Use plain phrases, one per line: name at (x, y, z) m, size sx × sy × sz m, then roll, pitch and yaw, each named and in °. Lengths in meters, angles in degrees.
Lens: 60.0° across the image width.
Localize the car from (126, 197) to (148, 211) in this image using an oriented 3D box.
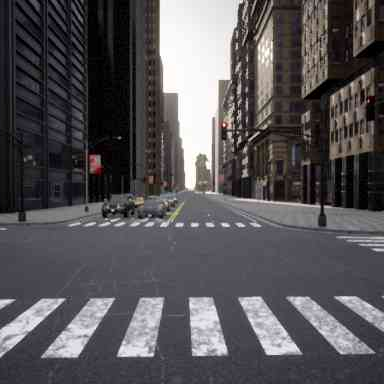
car at (-6.664, 1.426, 40.663) m, size 1.882 × 1.535 × 5.008 m, roll 0°, pitch 0°, yaw 0°

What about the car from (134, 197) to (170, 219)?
car at (-3.399, 1.322, 29.054) m, size 2.097 × 1.767 × 4.553 m, roll 0°, pitch 0°, yaw 0°

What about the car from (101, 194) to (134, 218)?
car at (-6.654, 1.188, 30.658) m, size 2.150 × 2.045 × 5.566 m, roll 0°, pitch 0°, yaw 0°

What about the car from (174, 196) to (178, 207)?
car at (-3.444, 1.499, 48.061) m, size 1.994 × 1.385 × 4.181 m, roll 0°, pitch 0°, yaw -1°

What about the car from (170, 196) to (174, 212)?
car at (-3.418, 1.479, 38.036) m, size 1.812 × 1.442 × 4.674 m, roll 0°, pitch 0°, yaw 0°

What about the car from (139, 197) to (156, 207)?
car at (-6.688, 1.494, 50.553) m, size 1.994 × 1.385 × 4.181 m, roll 0°, pitch 0°, yaw 0°
